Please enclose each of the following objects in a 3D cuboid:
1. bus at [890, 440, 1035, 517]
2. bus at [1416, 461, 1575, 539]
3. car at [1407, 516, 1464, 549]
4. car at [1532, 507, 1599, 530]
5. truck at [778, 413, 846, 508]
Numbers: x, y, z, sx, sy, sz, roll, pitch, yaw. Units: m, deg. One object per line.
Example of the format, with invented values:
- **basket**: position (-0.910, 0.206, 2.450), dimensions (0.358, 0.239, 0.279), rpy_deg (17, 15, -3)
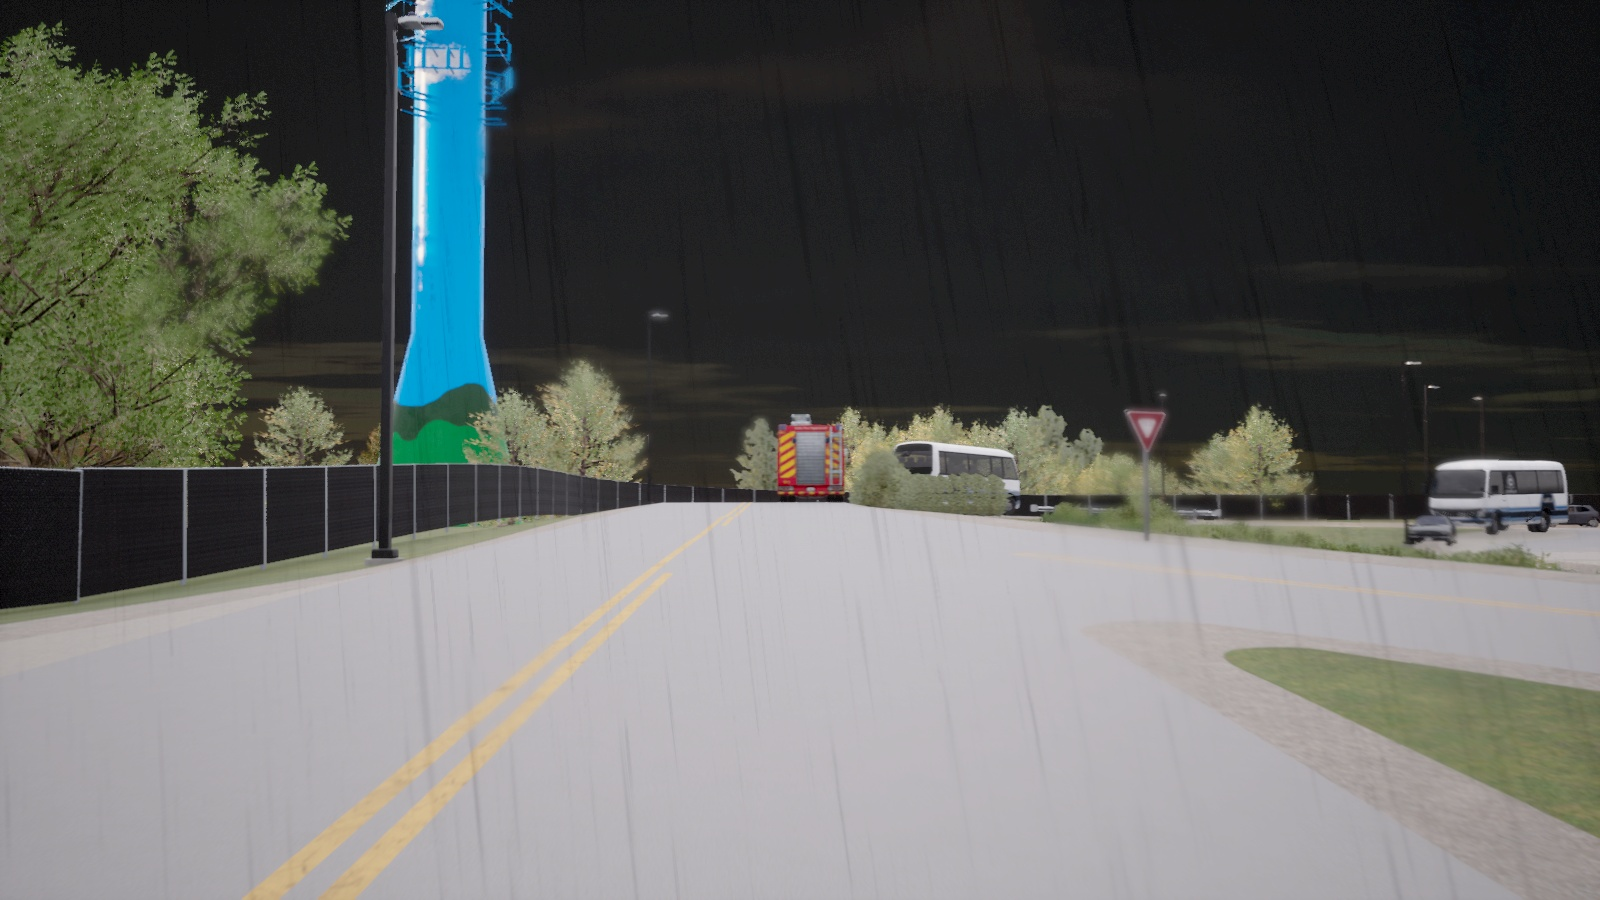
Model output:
- **bus**: position (10.158, 1.905, 77.269), dimensions (3.944, 4.253, 10.273), rpy_deg (-2, -5, 40)
- **bus**: position (40.577, 2.803, 73.139), dimensions (10.273, 4.253, 3.944), rpy_deg (1, -2, -35)
- **car**: position (30.977, 3.967, 61.113), dimensions (2.033, 1.411, 5.357), rpy_deg (0, -2, 31)
- **car**: position (50.615, 4.507, 82.834), dimensions (3.633, 1.501, 1.845), rpy_deg (-1, -3, 11)
- **truck**: position (0.628, 0.651, 57.133), dimensions (2.891, 3.827, 8.468), rpy_deg (0, -4, 2)
